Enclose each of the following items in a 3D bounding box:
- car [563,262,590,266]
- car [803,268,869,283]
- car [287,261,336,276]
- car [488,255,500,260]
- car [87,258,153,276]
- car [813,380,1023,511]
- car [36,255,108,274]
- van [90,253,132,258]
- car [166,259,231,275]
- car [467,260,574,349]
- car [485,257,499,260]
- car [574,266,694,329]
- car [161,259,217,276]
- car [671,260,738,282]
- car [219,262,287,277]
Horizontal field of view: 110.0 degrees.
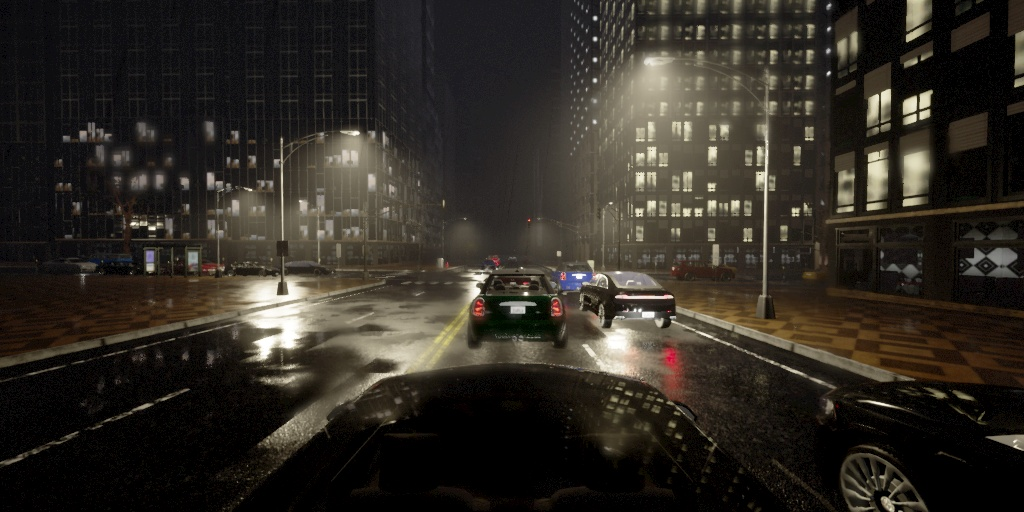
[{"bbox_3d":[3.377,1.092,20.122,2.097,1.767,4.553,0,0,0],"label":"car"},{"bbox_3d":[27.684,1.577,30.556,4.829,1.417,1.751,0,0,1],"label":"car"},{"bbox_3d":[-19.660,1.137,33.980,5.357,1.411,2.033,0,1,0],"label":"car"},{"bbox_3d":[-3.244,0.923,61.032,2.150,2.045,5.566,0,0,0],"label":"car"},{"bbox_3d":[-34.053,1.068,31.676,4.313,1.339,1.948,0,0,1],"label":"car"},{"bbox_3d":[3.344,1.242,0.888,2.128,1.511,4.902,0,0,0],"label":"car"},{"bbox_3d":[-42.323,0.909,34.502,4.674,1.442,1.812,0,1,2],"label":"car"},{"bbox_3d":[-45.232,0.603,40.352,3.998,1.789,1.690,0,0,1],"label":"van"},{"bbox_3d":[-29.879,1.023,34.216,4.674,1.442,1.812,1,1,1],"label":"car"},{"bbox_3d":[0.111,1.098,9.306,2.097,1.767,4.553,0,0,0],"label":"car"},{"bbox_3d":[-3.275,1.239,50.808,1.812,1.442,4.674,0,0,0],"label":"car"},{"bbox_3d":[3.364,1.237,11.280,2.128,1.511,4.902,0,0,0],"label":"car"},{"bbox_3d":[-28.372,1.137,31.494,4.207,1.307,1.802,0,0,1],"label":"car"},{"bbox_3d":[16.235,1.268,30.769,5.009,1.841,2.192,0,0,1],"label":"car"},{"bbox_3d":[-22.689,1.172,31.353,4.313,1.339,1.948,0,0,1],"label":"car"}]
